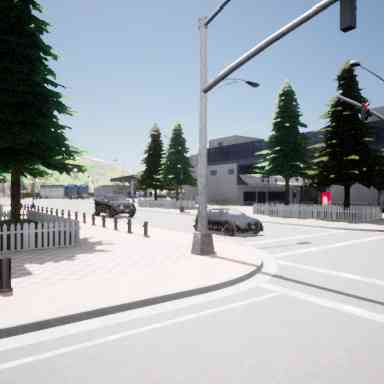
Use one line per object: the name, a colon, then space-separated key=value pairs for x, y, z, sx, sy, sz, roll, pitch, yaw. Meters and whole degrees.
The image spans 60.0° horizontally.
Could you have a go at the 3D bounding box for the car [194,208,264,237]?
car: x=1.914 y=1.577 z=18.303 sx=1.994 sy=1.385 sz=4.181 roll=0 pitch=0 yaw=-36

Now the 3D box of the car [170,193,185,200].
car: x=-3.867 y=1.104 z=85.969 sx=1.932 sy=1.855 sz=4.605 roll=0 pitch=0 yaw=-37

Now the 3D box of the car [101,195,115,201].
car: x=-20.905 y=1.394 z=82.760 sx=1.970 sy=1.475 sz=3.806 roll=0 pitch=0 yaw=-37

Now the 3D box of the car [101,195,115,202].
car: x=-18.885 y=1.384 z=75.023 sx=1.845 sy=1.501 sz=3.633 roll=0 pitch=0 yaw=-37

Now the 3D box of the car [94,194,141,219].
car: x=-7.137 y=1.236 z=30.369 sx=2.150 sy=2.045 sz=5.566 roll=0 pitch=0 yaw=-37

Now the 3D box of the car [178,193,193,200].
car: x=-1.777 y=1.083 z=88.029 sx=1.905 sy=1.878 sz=3.866 roll=0 pitch=0 yaw=-37
